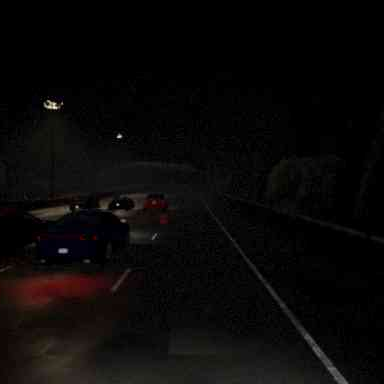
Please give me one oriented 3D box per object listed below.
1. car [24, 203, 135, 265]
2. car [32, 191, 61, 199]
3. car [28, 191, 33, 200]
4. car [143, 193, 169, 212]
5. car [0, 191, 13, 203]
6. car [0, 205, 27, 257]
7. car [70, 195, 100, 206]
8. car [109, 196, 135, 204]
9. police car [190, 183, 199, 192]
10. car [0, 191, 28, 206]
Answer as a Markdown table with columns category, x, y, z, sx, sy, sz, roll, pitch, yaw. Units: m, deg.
| category | x | y | z | sx | sy | sz | roll | pitch | yaw |
| --- | --- | --- | --- | --- | --- | --- | --- | --- | --- |
| car | -3.401 | 1.368 | 11.250 | 1.882 | 1.535 | 5.008 | 0 | 1 | 0 |
| car | -21.072 | 0.789 | 48.960 | 1.895 | 1.301 | 4.718 | 0 | 1 | 0 |
| car | -24.564 | 0.668 | 49.916 | 1.837 | 1.490 | 4.892 | 0 | 1 | 0 |
| car | -3.402 | 0.916 | 32.134 | 2.097 | 1.767 | 4.553 | 0 | 1 | 0 |
| car | -28.072 | 0.711 | 47.674 | 2.128 | 1.511 | 4.902 | 0 | 1 | 0 |
| car | -6.899 | 1.425 | 12.358 | 2.033 | 1.411 | 5.357 | 0 | 1 | 0 |
| car | -10.402 | 1.062 | 32.547 | 1.837 | 1.490 | 4.892 | 0 | 1 | 0 |
| car | -6.901 | 1.114 | 32.913 | 1.994 | 1.385 | 4.181 | 0 | 1 | 0 |
| police car | 1.045 | -0.961 | 95.254 | 1.930 | 1.638 | 5.238 | 0 | 2 | 0 |
| car | -10.389 | 1.055 | 15.722 | 2.150 | 2.045 | 5.566 | 0 | 1 | 0 |
